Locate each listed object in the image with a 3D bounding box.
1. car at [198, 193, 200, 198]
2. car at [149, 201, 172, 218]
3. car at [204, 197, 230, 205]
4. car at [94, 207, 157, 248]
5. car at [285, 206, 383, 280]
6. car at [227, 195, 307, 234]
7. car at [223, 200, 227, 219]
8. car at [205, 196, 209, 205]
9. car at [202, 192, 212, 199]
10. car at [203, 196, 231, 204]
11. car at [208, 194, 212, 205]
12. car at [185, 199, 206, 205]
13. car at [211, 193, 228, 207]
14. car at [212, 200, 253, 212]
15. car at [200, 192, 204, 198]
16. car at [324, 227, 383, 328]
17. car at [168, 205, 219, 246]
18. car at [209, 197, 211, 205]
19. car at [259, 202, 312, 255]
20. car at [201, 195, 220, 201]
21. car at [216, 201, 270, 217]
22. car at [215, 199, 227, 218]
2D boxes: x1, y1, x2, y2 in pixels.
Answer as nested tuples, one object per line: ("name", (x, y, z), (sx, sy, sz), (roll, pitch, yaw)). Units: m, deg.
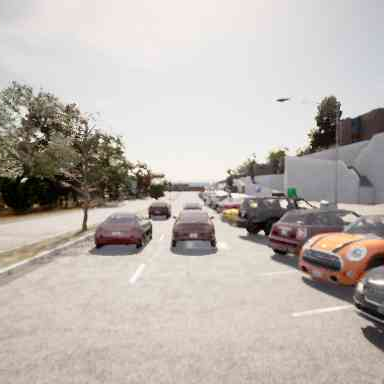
("car", (4.957, 1.573, 86.713), (4.792, 1.488, 2.163), (1, 1, -20))
("car", (-2.943, 1.590, 31.151), (1.882, 1.535, 5.008), (0, 0, 0))
("car", (5.009, 1.742, 65.711), (4.674, 1.452, 2.002), (1, 1, -20))
("car", (-2.929, 1.588, 14.950), (1.994, 1.385, 4.181), (0, 0, 0))
("car", (5.095, 1.369, 8.685), (4.553, 1.767, 2.185), (1, 0, -20))
("car", (5.080, 1.268, 17.697), (5.566, 2.045, 2.435), (1, -1, -20))
("car", (5.220, 1.549, 23.748), (5.366, 1.575, 1.946), (1, -1, -20))
("car", (5.045, 1.754, 50.710), (4.792, 1.488, 2.163), (1, 0, -20))
("car", (5.045, 1.479, 53.710), (5.566, 2.045, 2.435), (1, 0, -20))
("car", (5.173, 1.683, 68.784), (5.366, 1.575, 1.946), (1, 0, -20))
("car", (5.058, 1.573, 44.697), (4.553, 1.767, 2.185), (1, 0, -20))
("car", (0.057, 1.634, 30.613), (1.812, 1.442, 4.674), (0, 0, 0))
("car", (5.020, 1.336, 29.667), (5.566, 2.045, 2.435), (1, 0, -20))
("car", (5.031, 1.720, 41.685), (4.674, 1.452, 2.002), (1, 0, -20))
("car", (4.985, 1.468, 62.690), (5.566, 2.045, 2.435), (1, 1, -20))
("car", (5.072, 1.492, 5.674), (4.892, 1.521, 2.231), (1, 0, -20))
("car", (0.072, 1.550, 15.330), (1.812, 1.442, 4.674), (0, 0, 0))
("car", (5.024, 1.658, 38.685), (5.008, 1.535, 2.097), (1, -1, -20))
("car", (5.029, 1.374, 11.670), (4.553, 1.767, 2.185), (1, 0, -20))
("car", (4.975, 1.560, 89.731), (4.674, 1.452, 2.002), (1, 0, -20))
("car", (5.011, 1.639, 32.668), (4.792, 1.488, 2.163), (1, 0, -20))
("car", (4.869, 1.560, 26.613), (5.366, 1.575, 1.946), (1, 0, -20))
